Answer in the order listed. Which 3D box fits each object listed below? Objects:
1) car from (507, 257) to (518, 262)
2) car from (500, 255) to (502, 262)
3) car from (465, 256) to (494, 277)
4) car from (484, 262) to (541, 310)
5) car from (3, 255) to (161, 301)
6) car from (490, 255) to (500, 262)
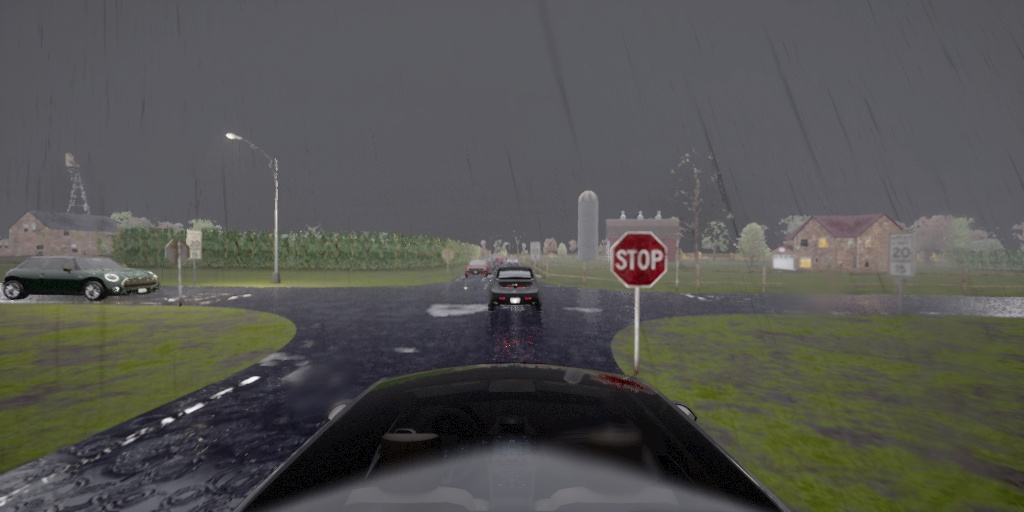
[{"bbox_3d":[0.099,0.872,62.098,1.895,1.301,4.718,0,0,0],"label":"car"},{"bbox_3d":[-2.834,0.915,51.032,1.994,1.385,4.181,0,0,0],"label":"car"},{"bbox_3d":[-2.868,0.982,31.108,1.882,1.535,5.008,0,0,1],"label":"car"},{"bbox_3d":[0.102,1.150,14.032,1.837,1.490,4.892,0,1,0],"label":"car"},{"bbox_3d":[-17.180,0.778,14.505,4.553,1.767,2.097,1,1,0],"label":"car"},{"bbox_3d":[-2.844,0.920,40.703,2.128,1.511,4.902,0,1,0],"label":"car"}]
